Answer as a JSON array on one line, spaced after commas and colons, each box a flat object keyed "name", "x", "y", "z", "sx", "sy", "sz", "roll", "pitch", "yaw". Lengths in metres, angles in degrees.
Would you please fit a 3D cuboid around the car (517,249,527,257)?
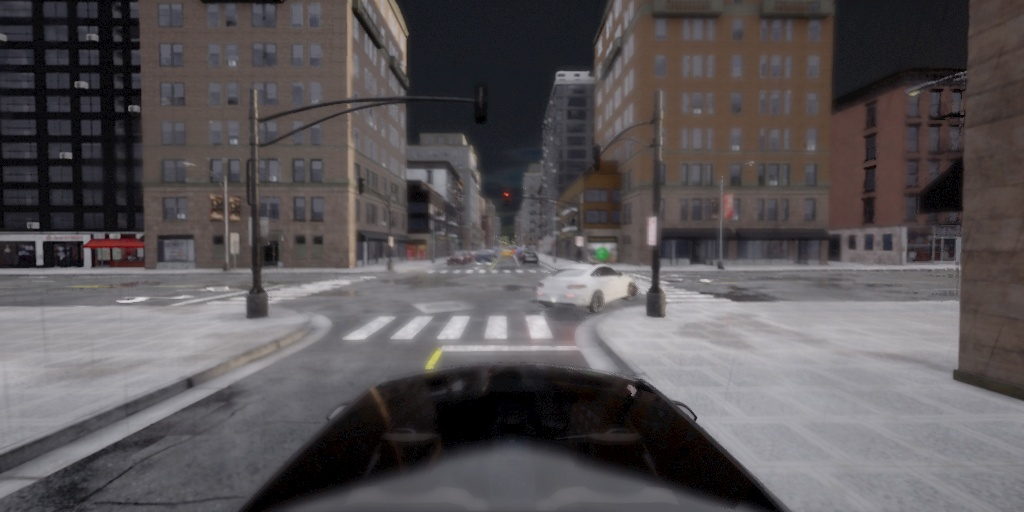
[{"name": "car", "x": 1.967, "y": 0.067, "z": 50.781, "sx": 1.802, "sy": 1.307, "sz": 4.207, "roll": 0, "pitch": 0, "yaw": 0}]

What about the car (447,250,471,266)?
[{"name": "car", "x": -5.985, "y": 0.207, "z": 39.710, "sx": 1.967, "sy": 1.591, "sz": 4.097, "roll": 0, "pitch": 0, "yaw": 0}]

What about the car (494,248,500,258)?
[{"name": "car", "x": -3.535, "y": -0.272, "z": 62.247, "sx": 1.812, "sy": 1.442, "sz": 4.674, "roll": 0, "pitch": 1, "yaw": 0}]

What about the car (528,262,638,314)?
[{"name": "car", "x": 2.663, "y": 0.967, "z": 12.275, "sx": 1.812, "sy": 1.442, "sz": 4.674, "roll": 0, "pitch": 2, "yaw": 38}]

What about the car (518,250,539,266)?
[{"name": "car", "x": 2.040, "y": 0.329, "z": 39.762, "sx": 1.948, "sy": 1.339, "sz": 4.313, "roll": 0, "pitch": 0, "yaw": 0}]

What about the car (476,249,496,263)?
[{"name": "car", "x": -3.477, "y": 0.145, "z": 46.382, "sx": 2.033, "sy": 1.411, "sz": 5.357, "roll": 0, "pitch": 1, "yaw": 0}]

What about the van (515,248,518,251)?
[{"name": "van", "x": 1.894, "y": -0.448, "z": 61.798, "sx": 1.690, "sy": 1.789, "sz": 3.998, "roll": 0, "pitch": 0, "yaw": 0}]

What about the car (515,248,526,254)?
[{"name": "car", "x": 1.930, "y": -0.086, "z": 56.289, "sx": 1.948, "sy": 1.339, "sz": 4.313, "roll": 0, "pitch": 0, "yaw": 0}]

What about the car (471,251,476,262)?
[{"name": "car", "x": -6.022, "y": 0.068, "z": 45.218, "sx": 1.967, "sy": 1.591, "sz": 4.097, "roll": 0, "pitch": 0, "yaw": 0}]
